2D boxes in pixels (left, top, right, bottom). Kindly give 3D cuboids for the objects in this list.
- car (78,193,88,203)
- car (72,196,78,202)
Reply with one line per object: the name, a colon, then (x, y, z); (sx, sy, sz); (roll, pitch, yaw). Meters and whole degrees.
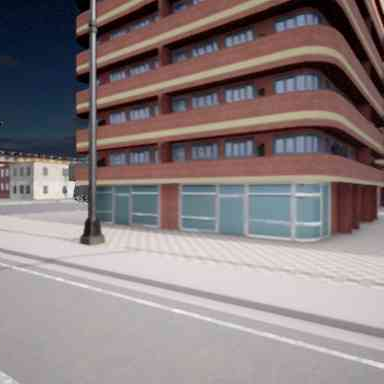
car: (-15.068, 0.908, 53.273); (1.882, 1.535, 5.008); (0, 1, 37)
car: (-17.619, 0.903, 55.678); (2.128, 1.511, 4.902); (0, 1, 37)
